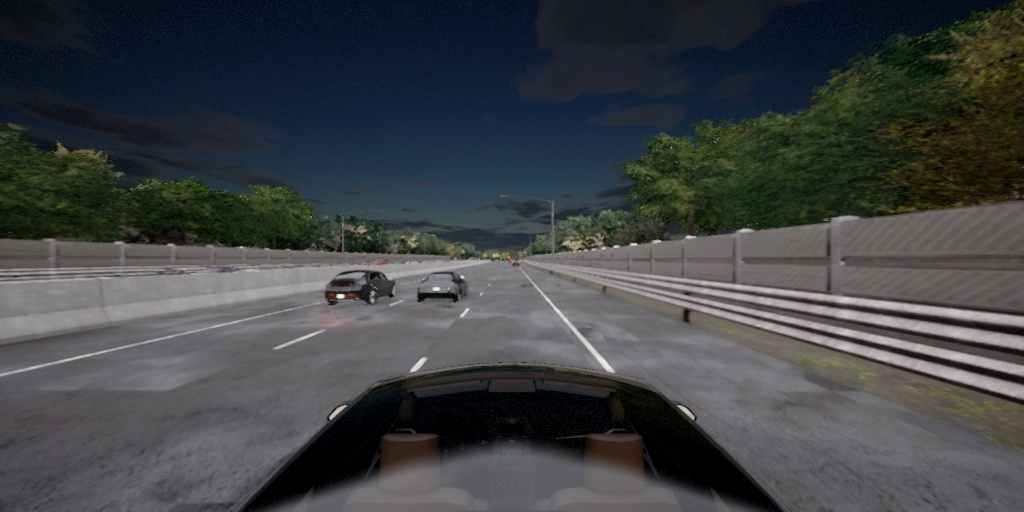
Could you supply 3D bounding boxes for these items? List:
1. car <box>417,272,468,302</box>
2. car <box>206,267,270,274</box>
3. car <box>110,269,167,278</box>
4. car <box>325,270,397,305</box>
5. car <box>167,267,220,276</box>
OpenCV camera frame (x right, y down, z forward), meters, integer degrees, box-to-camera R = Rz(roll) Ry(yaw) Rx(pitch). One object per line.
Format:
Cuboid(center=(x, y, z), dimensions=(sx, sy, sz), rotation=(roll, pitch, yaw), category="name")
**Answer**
Cuboid(center=(-3.397, 1.466, 18.130), dimensions=(1.994, 1.385, 4.181), rotation=(0, -1, 0), category="car")
Cuboid(center=(-17.595, 1.559, 24.075), dimensions=(1.895, 1.301, 4.718), rotation=(0, -1, 0), category="car")
Cuboid(center=(-24.594, 1.566, 24.842), dimensions=(1.895, 1.301, 4.718), rotation=(0, -1, 0), category="car")
Cuboid(center=(-6.897, 1.396, 16.858), dimensions=(1.837, 1.490, 4.892), rotation=(0, -1, 0), category="car")
Cuboid(center=(-21.094, 1.521, 25.820), dimensions=(2.033, 1.411, 5.357), rotation=(0, 0, 0), category="car")
